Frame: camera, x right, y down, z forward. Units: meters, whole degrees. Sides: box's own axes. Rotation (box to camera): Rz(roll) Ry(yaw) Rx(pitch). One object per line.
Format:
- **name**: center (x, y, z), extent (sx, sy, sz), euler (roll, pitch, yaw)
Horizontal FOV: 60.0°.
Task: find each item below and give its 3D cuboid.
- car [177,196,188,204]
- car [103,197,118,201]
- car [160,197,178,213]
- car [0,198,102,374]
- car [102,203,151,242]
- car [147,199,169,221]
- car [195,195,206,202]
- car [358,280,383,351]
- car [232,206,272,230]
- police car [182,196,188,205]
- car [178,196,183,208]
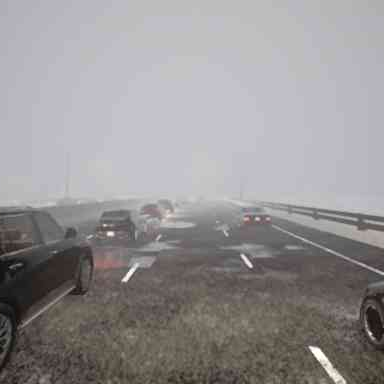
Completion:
- **car**: center (-1.975, 1.596, 71.274), extent (2.033, 1.649, 4.856), euler (0, 0, 2)
- **car**: center (-13.177, 1.591, 53.919), extent (2.128, 1.511, 4.902), euler (0, 0, 2)
- **car**: center (-3.045, 1.495, 38.388), extent (2.033, 1.649, 4.856), euler (0, 0, 1)
- **car**: center (-3.380, 1.228, 5.510), extent (2.150, 2.045, 5.566), euler (0, 0, 0)
- **car**: center (-3.410, 1.527, 16.455), extent (1.837, 1.490, 4.892), euler (0, 0, 1)
- **car**: center (-3.262, 1.567, 27.421), extent (1.812, 1.442, 4.674), euler (0, 0, 1)
- **car**: center (1.908, 1.600, 80.317), extent (1.812, 1.442, 4.674), euler (0, 0, 3)
- **car**: center (3.616, 1.569, 3.573), extent (1.994, 1.385, 4.181), euler (0, 0, 0)
- **car**: center (3.754, 1.581, 21.436), extent (2.033, 1.411, 5.357), euler (0, 0, 1)
- **police car**: center (-2.401, 1.633, 60.314), extent (2.038, 1.542, 4.974), euler (0, 0, 2)
- **car**: center (-2.757, 1.695, 49.381), extent (1.895, 1.301, 4.718), euler (0, 0, 2)
